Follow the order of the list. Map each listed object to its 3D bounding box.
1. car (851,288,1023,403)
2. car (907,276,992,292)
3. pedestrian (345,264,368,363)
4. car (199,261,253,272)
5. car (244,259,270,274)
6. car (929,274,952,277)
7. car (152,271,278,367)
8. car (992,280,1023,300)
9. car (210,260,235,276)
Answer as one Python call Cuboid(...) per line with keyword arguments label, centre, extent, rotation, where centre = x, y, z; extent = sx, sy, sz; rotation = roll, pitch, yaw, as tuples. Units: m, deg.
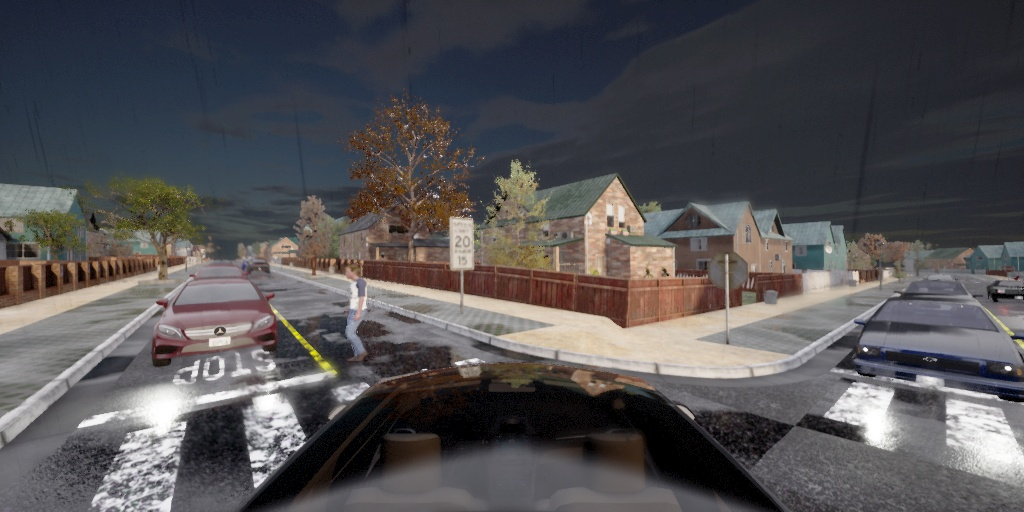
Cuboid(label="car", centre=(8.327, 1.541, 7.103), extent=(5.357, 1.411, 2.033), rotation=(2, -2, -40))
Cuboid(label="car", centre=(16.039, 1.699, 13.554), extent=(4.902, 1.511, 2.128), rotation=(1, -2, -40))
Cuboid(label="pedestrian", centre=(-2.880, 1.022, 6.727), extent=(0.375, 1.860, 0.375), rotation=(1, -2, -39))
Cuboid(label="car", centre=(-13.133, 1.155, 16.188), extent=(1.882, 1.535, 5.008), rotation=(0, 0, -39))
Cuboid(label="car", centre=(-26.303, 1.106, 37.137), extent=(1.837, 1.490, 4.892), rotation=(0, 0, -39))
Cuboid(label="car", centre=(36.900, 2.303, 30.892), extent=(4.674, 1.442, 1.812), rotation=(2, -2, -39))
Cuboid(label="car", centre=(-6.610, 1.243, 8.129), extent=(1.812, 1.442, 4.674), rotation=(0, 0, -39))
Cuboid(label="car", centre=(30.386, 2.104, 21.697), extent=(4.718, 1.301, 1.895), rotation=(2, -2, -40))
Cuboid(label="car", centre=(-29.332, 1.137, 36.349), extent=(1.837, 1.490, 4.892), rotation=(0, 0, -39))
